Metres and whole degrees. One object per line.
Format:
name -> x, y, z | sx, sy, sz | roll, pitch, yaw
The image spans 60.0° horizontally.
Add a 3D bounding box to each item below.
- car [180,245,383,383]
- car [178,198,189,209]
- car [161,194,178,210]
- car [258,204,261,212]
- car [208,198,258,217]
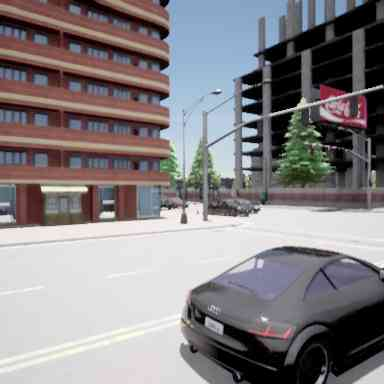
car -> 1.895, 1.548, 5.114 | 4.181, 1.385, 1.994 | 0, 0, -35
car -> -2.320, 1.441, 44.155 | 1.812, 1.442, 4.674 | 0, 0, -36
car -> -4.528, 1.150, 41.230 | 2.150, 2.045, 5.566 | 0, 0, -37
car -> 4.875, 1.407, 34.226 | 2.128, 1.511, 4.902 | 0, 0, -36
car -> 3.326, 1.434, 30.392 | 1.837, 1.490, 4.892 | 0, 0, -36
